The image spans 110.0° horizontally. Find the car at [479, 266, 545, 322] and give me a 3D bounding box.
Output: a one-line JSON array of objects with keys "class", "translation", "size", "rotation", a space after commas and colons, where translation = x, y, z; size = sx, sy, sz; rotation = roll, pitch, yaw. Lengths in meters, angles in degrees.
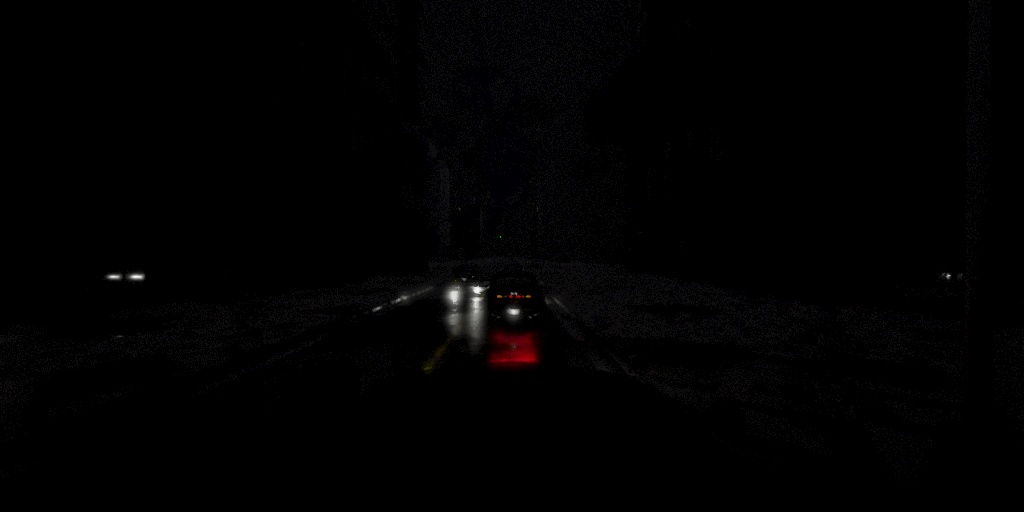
[{"class": "car", "translation": [0.072, 1.287, 12.392], "size": [1.837, 1.490, 4.892], "rotation": [0, 0, 0]}]

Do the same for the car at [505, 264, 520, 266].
[{"class": "car", "translation": [0.067, 1.370, 30.869], "size": [2.033, 1.411, 5.357], "rotation": [0, 0, 0]}]

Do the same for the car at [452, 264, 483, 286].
[{"class": "car", "translation": [-3.120, 1.318, 25.872], "size": [1.837, 1.490, 4.892], "rotation": [0, 0, 0]}]
